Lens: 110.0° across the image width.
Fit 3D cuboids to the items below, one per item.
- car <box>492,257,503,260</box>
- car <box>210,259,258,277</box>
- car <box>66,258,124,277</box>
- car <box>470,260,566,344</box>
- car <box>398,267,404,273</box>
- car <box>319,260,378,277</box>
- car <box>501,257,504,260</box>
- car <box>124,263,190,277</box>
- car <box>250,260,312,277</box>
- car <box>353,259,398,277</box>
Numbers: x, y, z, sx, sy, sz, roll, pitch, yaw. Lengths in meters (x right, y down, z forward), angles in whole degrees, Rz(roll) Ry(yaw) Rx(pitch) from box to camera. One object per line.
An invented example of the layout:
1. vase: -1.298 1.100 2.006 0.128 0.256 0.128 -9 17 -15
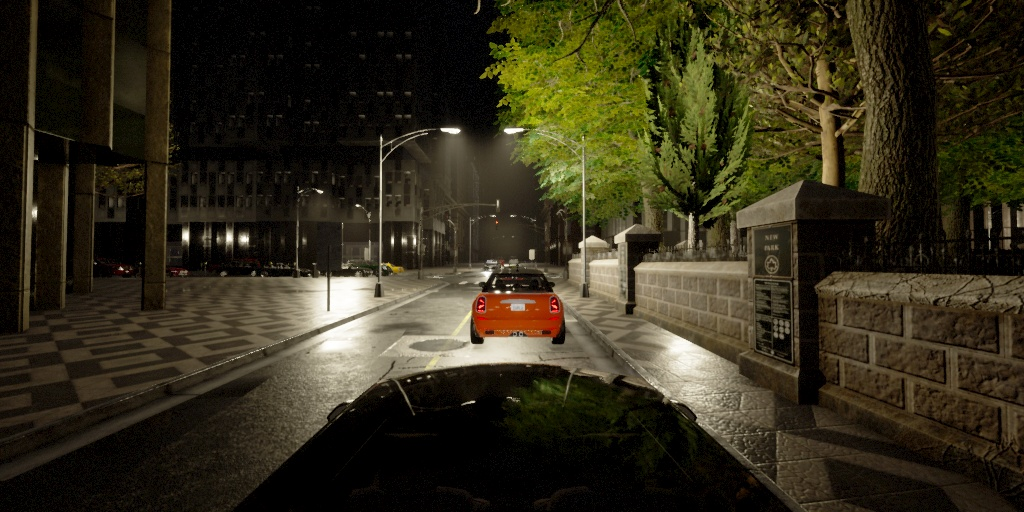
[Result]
1. car: -2.859 1.325 50.787 2.128 1.511 4.902 0 0 0
2. car: -25.429 1.293 34.295 4.892 1.490 1.837 0 -1 0
3. car: -36.549 1.061 31.732 5.009 1.841 2.192 0 0 1
4. car: 0.132 1.107 9.723 2.097 1.767 4.553 0 0 0
5. car: -14.588 1.425 40.028 4.829 1.417 1.751 0 0 1
6. car: -14.498 1.267 31.504 4.403 1.370 2.007 0 0 1
7. car: -2.792 1.369 61.162 1.837 1.490 4.892 0 0 1
8. car: -31.036 1.320 31.675 4.207 1.307 1.802 0 0 1
9. car: -20.010 1.289 31.561 4.313 1.339 1.948 0 0 1
10. car: -13.728 1.125 34.176 4.553 1.767 2.097 0 -1 0
